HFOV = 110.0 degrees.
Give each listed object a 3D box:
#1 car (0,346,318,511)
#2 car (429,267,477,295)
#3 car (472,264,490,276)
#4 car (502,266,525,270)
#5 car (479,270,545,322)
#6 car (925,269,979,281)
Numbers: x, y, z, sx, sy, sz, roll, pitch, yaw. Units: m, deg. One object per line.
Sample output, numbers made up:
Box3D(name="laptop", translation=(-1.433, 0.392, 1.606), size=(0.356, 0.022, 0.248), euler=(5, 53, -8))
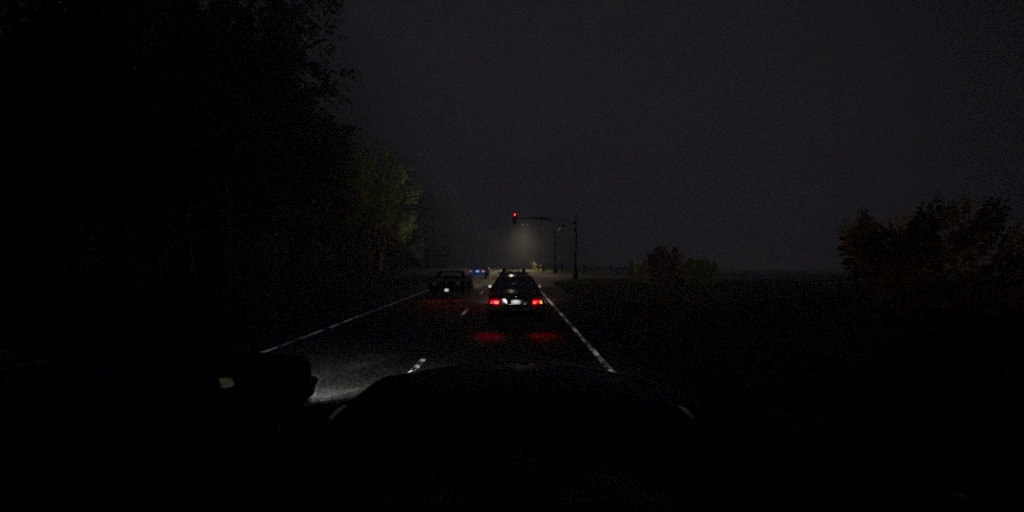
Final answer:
Box3D(name="car", translation=(-3.398, 1.300, 2.085), size=(2.033, 1.411, 5.357), euler=(0, 0, 0))
Box3D(name="car", translation=(-3.397, 1.486, 20.821), size=(1.895, 1.301, 4.718), euler=(0, 0, 0))
Box3D(name="car", translation=(-3.396, 1.547, 37.269), size=(2.033, 1.411, 5.357), euler=(0, 0, 0))
Box3D(name="car", translation=(0.107, 1.388, 22.465), size=(2.128, 1.511, 4.902), euler=(0, 0, 0))
Box3D(name="car", translation=(0.105, 1.374, 12.668), size=(2.033, 1.411, 5.357), euler=(0, 0, 0))
Box3D(name="car", translation=(50.211, 2.165, 41.094), size=(4.718, 1.301, 1.895), euler=(1, -1, 0))
